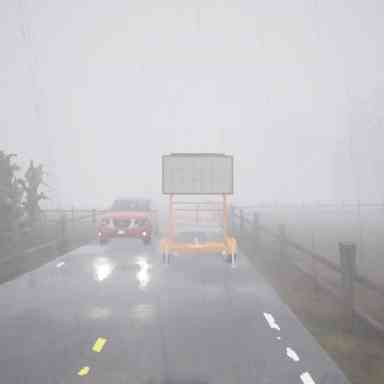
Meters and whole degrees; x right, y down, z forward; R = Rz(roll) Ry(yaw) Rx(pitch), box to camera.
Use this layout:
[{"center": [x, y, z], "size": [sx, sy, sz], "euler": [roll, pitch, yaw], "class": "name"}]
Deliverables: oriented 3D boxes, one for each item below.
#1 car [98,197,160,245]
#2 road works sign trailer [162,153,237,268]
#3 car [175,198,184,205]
[{"center": [-2.830, 1.262, 16.064], "size": [2.150, 2.045, 5.566], "euler": [0, 0, 0], "class": "car"}, {"center": [0.189, 0.485, 11.375], "size": [2.380, 3.560, 2.880], "euler": [0, 0, -2], "class": "road works sign trailer"}, {"center": [-2.654, 1.923, 69.971], "size": [2.128, 1.511, 4.902], "euler": [0, 0, 0], "class": "car"}]
